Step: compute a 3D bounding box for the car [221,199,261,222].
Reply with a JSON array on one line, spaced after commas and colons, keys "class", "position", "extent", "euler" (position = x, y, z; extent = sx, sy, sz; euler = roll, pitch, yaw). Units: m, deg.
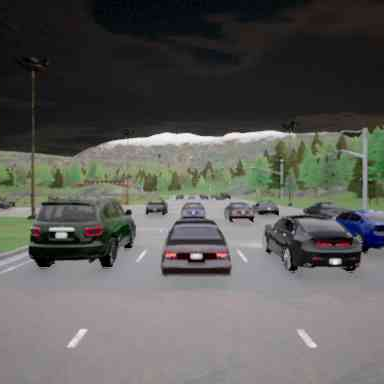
[{"class": "car", "position": [3.596, 1.504, 25.904], "extent": [2.033, 1.411, 5.357], "euler": [0, 0, 0]}]

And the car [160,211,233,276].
[{"class": "car", "position": [0.099, 1.530, 10.206], "extent": [2.033, 1.411, 5.357], "euler": [0, 0, 0]}]

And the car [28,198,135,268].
[{"class": "car", "position": [-3.401, 1.204, 11.346], "extent": [2.150, 2.045, 5.566], "euler": [0, 0, 0]}]

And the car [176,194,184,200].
[{"class": "car", "position": [-3.517, 1.370, 93.364], "extent": [2.128, 1.511, 4.902], "euler": [0, 0, 0]}]

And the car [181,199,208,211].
[{"class": "car", "position": [0.094, 1.505, 25.846], "extent": [2.033, 1.411, 5.357], "euler": [0, 0, 0]}]

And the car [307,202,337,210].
[{"class": "car", "position": [10.595, 1.503, 26.496], "extent": [2.033, 1.411, 5.357], "euler": [0, 0, 0]}]

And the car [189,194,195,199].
[{"class": "car", "position": [-0.017, 1.439, 93.901], "extent": [1.895, 1.301, 4.718], "euler": [0, 0, 0]}]

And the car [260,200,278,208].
[{"class": "car", "position": [7.094, 1.510, 32.574], "extent": [1.994, 1.385, 4.181], "euler": [0, 0, 0]}]

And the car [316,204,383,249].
[{"class": "car", "position": [7.098, 1.455, 13.681], "extent": [1.882, 1.535, 5.008], "euler": [0, 0, 0]}]

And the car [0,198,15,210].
[{"class": "car", "position": [-24.732, 1.437, 40.964], "extent": [4.892, 1.490, 1.837], "euler": [0, 0, 0]}]

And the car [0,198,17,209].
[{"class": "car", "position": [-25.996, 1.490, 44.456], "extent": [4.181, 1.385, 1.994], "euler": [0, 0, -1]}]

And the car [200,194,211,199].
[{"class": "car", "position": [3.483, 1.372, 91.969], "extent": [1.812, 1.442, 4.674], "euler": [0, 0, 0]}]

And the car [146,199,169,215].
[{"class": "car", "position": [-3.407, 1.437, 32.881], "extent": [2.128, 1.511, 4.902], "euler": [0, 0, 0]}]

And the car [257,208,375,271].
[{"class": "car", "position": [3.595, 1.487, 10.753], "extent": [1.837, 1.490, 4.892], "euler": [0, 0, 0]}]

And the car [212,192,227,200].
[{"class": "car", "position": [6.984, 1.382, 86.062], "extent": [2.128, 1.511, 4.902], "euler": [0, 0, 0]}]
